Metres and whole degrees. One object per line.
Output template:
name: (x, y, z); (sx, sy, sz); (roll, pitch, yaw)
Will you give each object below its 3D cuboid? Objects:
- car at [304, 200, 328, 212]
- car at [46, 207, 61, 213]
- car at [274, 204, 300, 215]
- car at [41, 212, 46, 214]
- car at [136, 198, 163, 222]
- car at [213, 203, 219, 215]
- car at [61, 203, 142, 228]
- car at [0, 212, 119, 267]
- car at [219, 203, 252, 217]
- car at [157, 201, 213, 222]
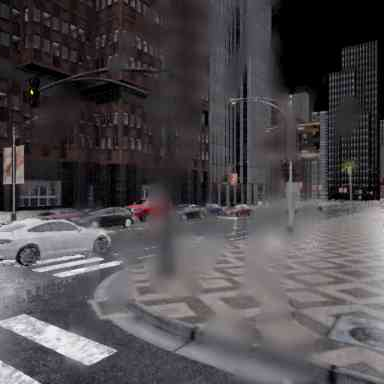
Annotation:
car: (19.355, 2.372, 52.708); (2.033, 1.411, 5.357); (0, -1, 35)
car: (-9.264, 1.788, 23.491); (1.994, 1.385, 4.181); (0, -1, 36)
car: (12.152, 2.184, 42.400); (2.033, 1.411, 5.357); (0, -1, 35)
car: (-8.608, 1.602, 12.764); (2.128, 1.511, 4.902); (0, -1, 35)
car: (-3.976, 1.579, 31.051); (2.150, 2.045, 5.566); (0, -1, 35)
car: (1.954, 2.034, 39.515); (1.812, 1.442, 4.674); (0, -1, 35)
car: (-5.975, 1.748, 22.536); (1.837, 1.490, 4.892); (0, -1, 35)
car: (-5.129, 1.661, 12.068); (1.812, 1.442, 4.674); (0, -1, 35)
car: (5.385, 2.057, 38.730); (1.812, 1.442, 4.674); (0, -1, 35)
car: (-0.501, 1.874, 30.346); (2.128, 1.511, 4.902); (0, -1, 35)
